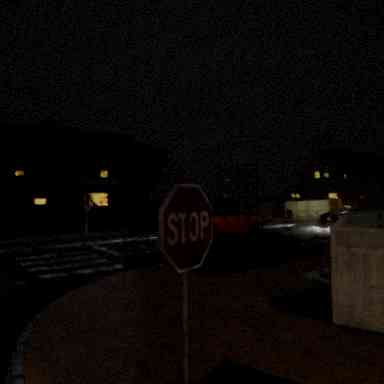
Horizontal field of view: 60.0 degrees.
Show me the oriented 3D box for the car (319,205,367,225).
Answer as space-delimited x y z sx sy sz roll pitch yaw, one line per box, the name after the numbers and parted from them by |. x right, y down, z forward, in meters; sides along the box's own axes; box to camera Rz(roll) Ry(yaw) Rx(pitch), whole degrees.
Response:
10.862 1.629 23.473 4.181 1.385 1.994 0 -1 -33 | car

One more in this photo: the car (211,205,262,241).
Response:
1.416 1.457 17.119 4.553 1.767 2.097 0 -1 -34 | car
